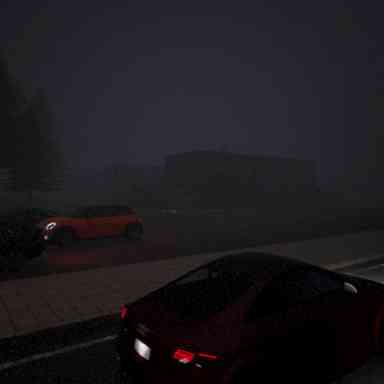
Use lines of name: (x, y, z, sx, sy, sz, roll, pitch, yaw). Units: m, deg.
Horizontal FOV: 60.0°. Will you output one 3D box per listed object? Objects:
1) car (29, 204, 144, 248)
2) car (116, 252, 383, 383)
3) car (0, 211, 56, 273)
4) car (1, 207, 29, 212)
car: (-4.513, 1.347, 14.884, 4.553, 1.767, 2.097, 0, 0, -35)
car: (1.124, 1.561, 4.547, 4.181, 1.385, 1.994, 0, 0, -36)
car: (-6.625, 1.492, 9.089, 4.902, 1.511, 2.128, 0, 0, -35)
car: (-8.541, 1.503, 16.316, 4.892, 1.490, 1.837, 0, 0, -35)
